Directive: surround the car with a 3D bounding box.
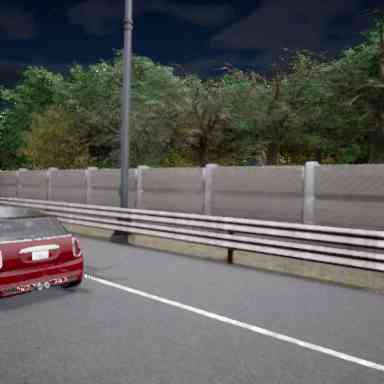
[{"bbox_3d":[-4.474,1.125,7.465,4.553,1.767,2.097,2,1,38],"label":"car"}]
